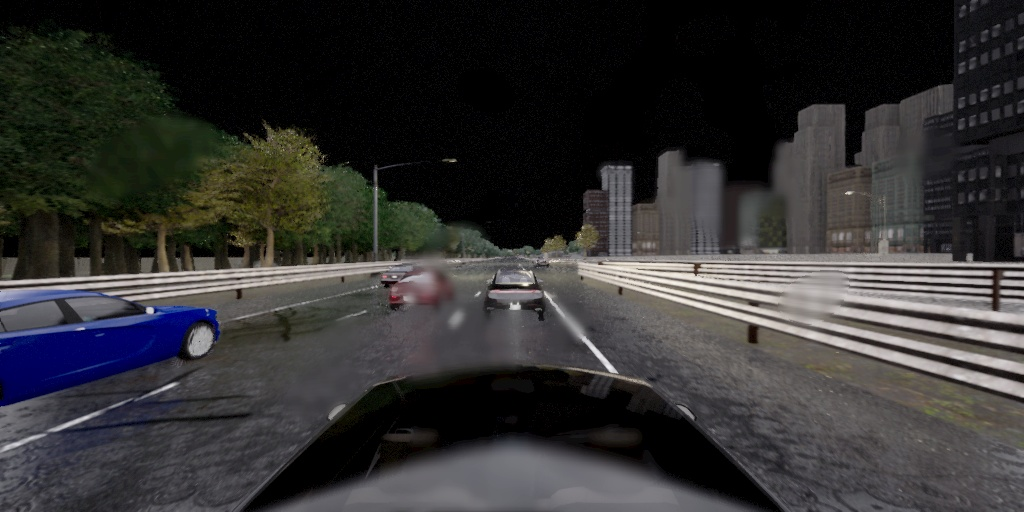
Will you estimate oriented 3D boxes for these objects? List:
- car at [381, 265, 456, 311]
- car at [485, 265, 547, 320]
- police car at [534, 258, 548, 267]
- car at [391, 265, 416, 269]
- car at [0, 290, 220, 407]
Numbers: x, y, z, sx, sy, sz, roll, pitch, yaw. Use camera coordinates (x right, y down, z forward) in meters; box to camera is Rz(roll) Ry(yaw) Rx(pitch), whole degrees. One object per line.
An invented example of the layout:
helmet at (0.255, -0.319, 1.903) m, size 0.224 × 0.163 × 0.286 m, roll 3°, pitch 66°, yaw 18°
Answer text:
car at (-3.402, 1.264, 14.179) m, size 1.812 × 1.442 × 4.674 m, roll 0°, pitch 0°, yaw 0°
car at (0.098, 1.232, 12.580) m, size 2.128 × 1.511 × 4.902 m, roll 0°, pitch 0°, yaw 0°
police car at (5.146, 1.232, 64.233) m, size 2.038 × 1.542 × 4.974 m, roll 0°, pitch 0°, yaw -6°
car at (-6.900, 1.270, 23.563) m, size 2.033 × 1.411 × 5.357 m, roll 0°, pitch 0°, yaw 0°
car at (-6.901, 1.226, 5.266) m, size 1.882 × 1.535 × 5.008 m, roll 0°, pitch 0°, yaw 0°
